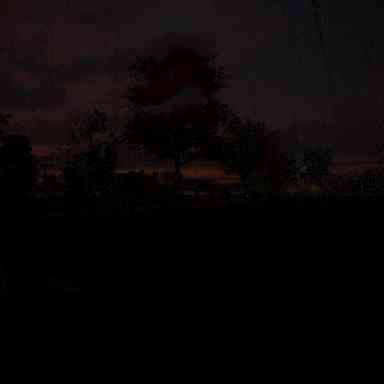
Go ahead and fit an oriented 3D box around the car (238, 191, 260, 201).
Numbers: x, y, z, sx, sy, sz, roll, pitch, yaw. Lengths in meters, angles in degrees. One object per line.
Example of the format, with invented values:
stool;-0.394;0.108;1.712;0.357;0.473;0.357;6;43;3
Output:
car;9.259;0.524;53.508;1.882;1.535;5.008;0;1;37
